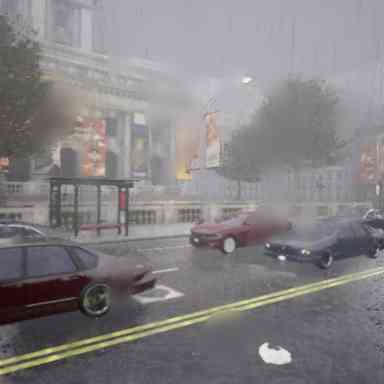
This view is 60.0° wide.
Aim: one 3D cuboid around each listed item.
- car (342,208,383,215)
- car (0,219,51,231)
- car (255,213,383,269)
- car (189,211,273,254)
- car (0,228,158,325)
[{"bbox_3d":[9.866,1.710,19.576,4.902,1.511,2.128,1,0,-35],"label":"car"},{"bbox_3d":[-5.549,1.495,8.641,4.902,1.511,2.128,1,0,-36],"label":"car"},{"bbox_3d":[4.937,1.670,11.785,5.357,1.411,2.033,1,0,-36],"label":"car"},{"bbox_3d":[2.202,1.590,14.140,5.008,1.535,1.882,1,0,-35],"label":"car"},{"bbox_3d":[-3.272,1.555,5.958,5.357,1.411,2.033,1,0,-35],"label":"car"}]
